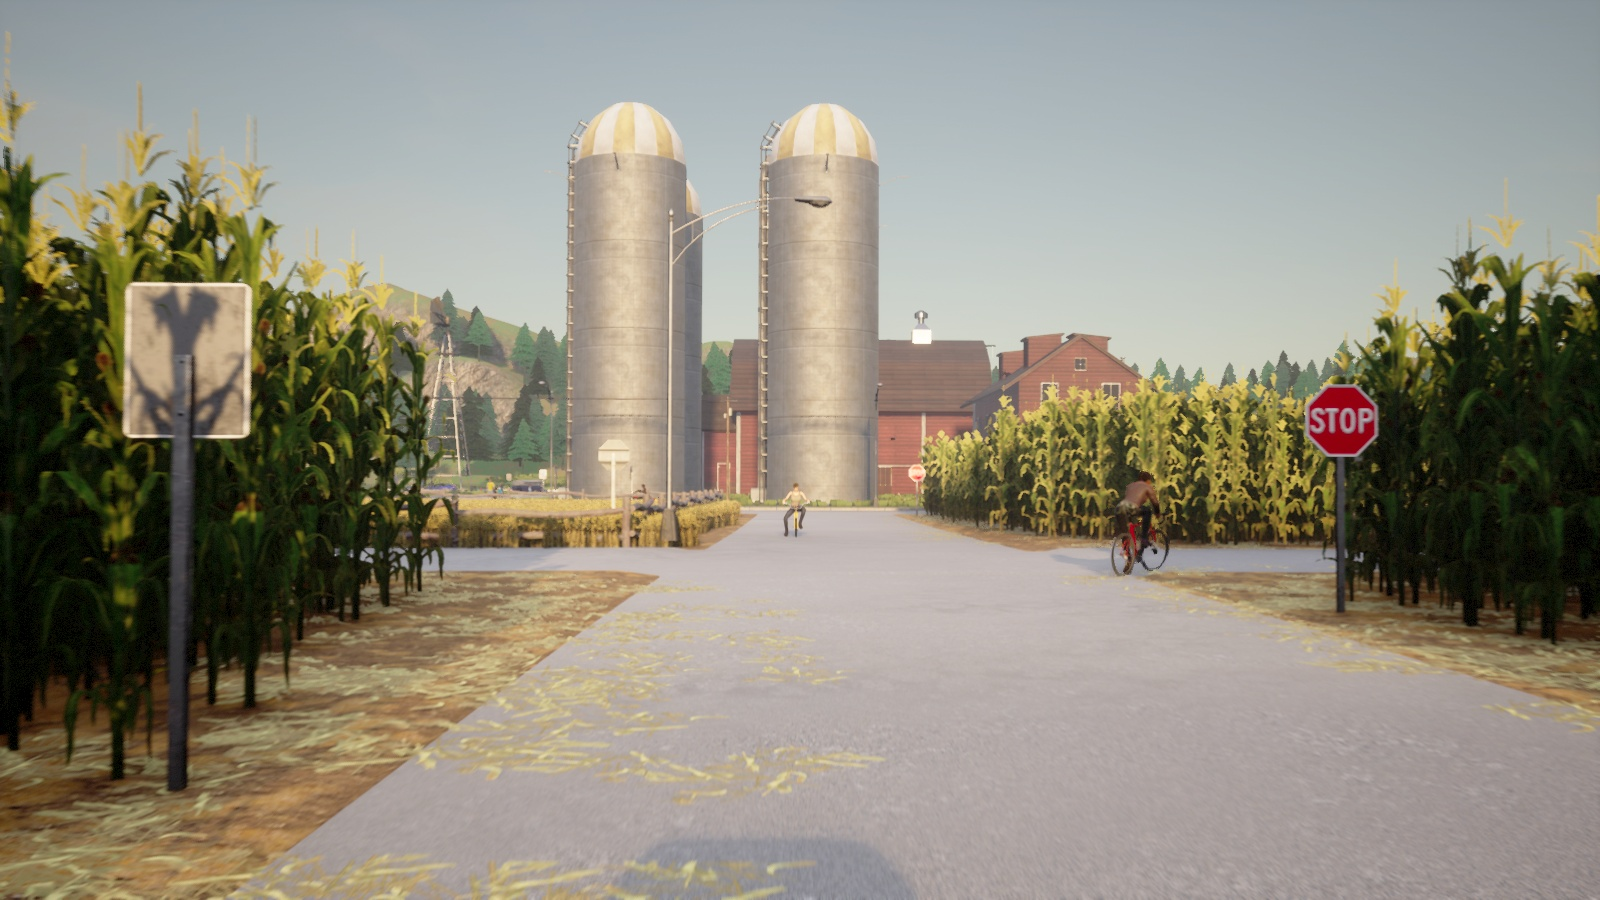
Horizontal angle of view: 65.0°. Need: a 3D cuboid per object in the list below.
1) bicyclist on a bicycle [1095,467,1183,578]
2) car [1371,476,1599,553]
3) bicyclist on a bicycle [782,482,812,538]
[{"bbox_3d":[5.380,1.117,19.867,1.656,1.620,0.582,-1,2,-45],"label":"bicyclist on a bicycle"},{"bbox_3d":[13.959,1.269,25.136,4.193,1.474,1.816,0,-2,0],"label":"car"},{"bbox_3d":[-0.102,1.762,37.254,0.866,1.612,1.509,0,-2,-1],"label":"bicyclist on a bicycle"}]
